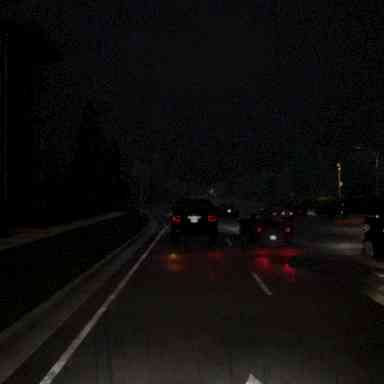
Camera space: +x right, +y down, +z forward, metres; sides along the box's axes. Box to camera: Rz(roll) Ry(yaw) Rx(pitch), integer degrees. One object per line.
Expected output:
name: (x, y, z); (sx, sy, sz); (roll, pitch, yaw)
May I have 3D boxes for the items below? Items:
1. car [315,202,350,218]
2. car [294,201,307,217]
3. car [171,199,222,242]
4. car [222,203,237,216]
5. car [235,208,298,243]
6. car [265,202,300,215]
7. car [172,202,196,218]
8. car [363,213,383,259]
car: (14.095, 1.744, 33.637); (2.128, 1.511, 4.902); (0, 0, 0)
car: (10.595, 1.742, 35.200); (1.882, 1.535, 5.008); (0, 0, 0)
car: (0.094, 1.351, 17.165); (2.150, 2.045, 5.566); (0, 0, 0)
car: (3.595, 1.821, 34.221); (1.994, 1.385, 4.181); (0, 0, 0)
car: (3.597, 1.729, 16.940); (1.895, 1.301, 4.718); (0, 0, 0)
car: (7.095, 1.760, 28.288); (2.033, 1.411, 5.357); (0, 0, 0)
car: (-0.880, 1.821, 34.156); (1.994, 1.385, 4.181); (0, 0, -7)
car: (7.092, 1.553, 9.967); (1.882, 1.535, 5.008); (0, 0, 0)
